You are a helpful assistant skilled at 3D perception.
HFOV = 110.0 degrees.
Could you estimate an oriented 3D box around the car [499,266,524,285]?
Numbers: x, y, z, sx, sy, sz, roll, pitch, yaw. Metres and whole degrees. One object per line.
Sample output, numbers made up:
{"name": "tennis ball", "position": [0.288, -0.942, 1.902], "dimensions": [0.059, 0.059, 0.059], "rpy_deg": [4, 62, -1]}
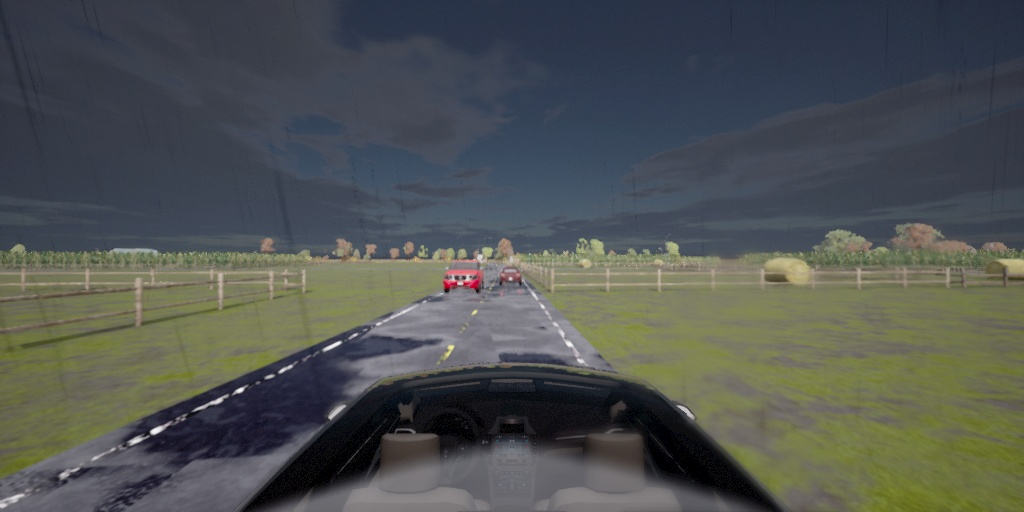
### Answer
{"name": "car", "position": [-0.123, 1.644, 30.294], "dimensions": [1.812, 1.442, 4.674], "rpy_deg": [0, -1, -1]}

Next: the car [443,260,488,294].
{"name": "car", "position": [-2.980, 1.251, 23.183], "dimensions": [2.150, 2.045, 5.566], "rpy_deg": [0, -1, -1]}
